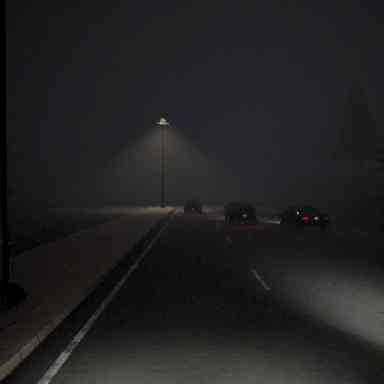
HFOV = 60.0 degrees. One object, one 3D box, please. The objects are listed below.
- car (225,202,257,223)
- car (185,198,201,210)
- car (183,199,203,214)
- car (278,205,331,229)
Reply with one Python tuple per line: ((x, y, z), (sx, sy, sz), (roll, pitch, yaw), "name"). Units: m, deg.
((3.600, 1.478, 25.203), (1.882, 1.535, 5.008), (0, 0, 0), "car")
((0.098, 1.564, 44.539), (1.994, 1.385, 4.181), (0, 0, 0), "car")
((0.094, 1.526, 35.778), (1.812, 1.442, 4.674), (0, 0, 0), "car")
((7.100, 1.548, 21.509), (2.033, 1.411, 5.357), (0, 0, 0), "car")
